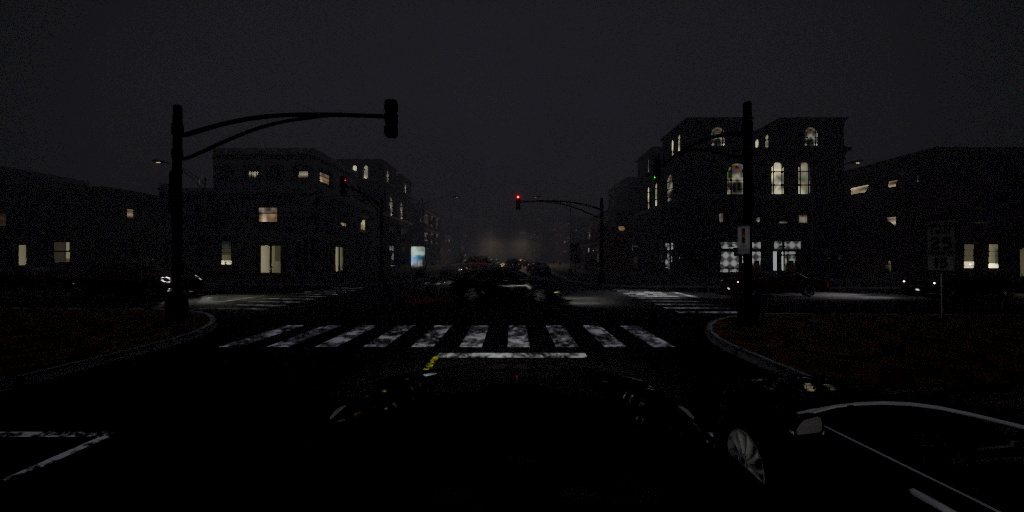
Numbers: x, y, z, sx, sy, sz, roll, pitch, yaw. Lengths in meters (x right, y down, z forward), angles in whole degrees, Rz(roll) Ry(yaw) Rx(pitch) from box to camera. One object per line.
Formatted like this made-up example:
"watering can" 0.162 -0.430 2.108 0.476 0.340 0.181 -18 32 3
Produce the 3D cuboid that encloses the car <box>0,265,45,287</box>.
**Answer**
"car" -30.822 1.227 22.445 4.207 1.307 1.802 0 0 1

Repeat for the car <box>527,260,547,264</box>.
"car" 2.688 1.318 33.970 1.948 1.339 4.313 0 0 0

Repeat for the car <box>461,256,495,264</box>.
"car" -3.115 0.975 33.519 2.150 2.045 5.566 0 0 1

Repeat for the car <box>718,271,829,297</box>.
"car" 13.800 1.432 19.168 4.718 1.301 1.895 0 0 1

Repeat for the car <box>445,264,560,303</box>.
"car" -0.299 1.256 16.181 4.892 1.490 1.837 0 0 1

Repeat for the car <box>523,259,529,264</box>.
"car" 2.687 1.336 45.012 1.802 1.307 4.207 0 0 0

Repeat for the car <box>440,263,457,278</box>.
"car" -5.693 1.335 33.982 1.802 1.307 4.207 0 0 0

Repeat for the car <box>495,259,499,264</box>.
"car" -3.099 1.245 43.447 2.128 1.511 4.902 0 0 1

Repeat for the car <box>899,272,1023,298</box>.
"car" 23.749 1.481 19.022 4.718 1.301 1.895 0 0 1

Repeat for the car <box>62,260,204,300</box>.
"car" -16.951 1.026 16.453 4.553 1.767 2.097 0 0 1

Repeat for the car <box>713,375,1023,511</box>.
"car" 2.691 1.300 1.580 2.007 1.370 4.403 0 0 0

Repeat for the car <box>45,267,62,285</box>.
"car" -25.456 1.194 22.362 4.829 1.417 1.751 0 0 1

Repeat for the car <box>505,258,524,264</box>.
"car" 0.095 1.107 47.286 2.097 1.767 4.553 0 0 0
